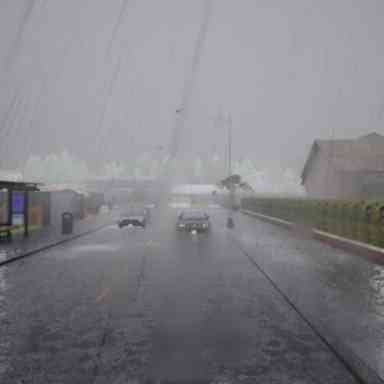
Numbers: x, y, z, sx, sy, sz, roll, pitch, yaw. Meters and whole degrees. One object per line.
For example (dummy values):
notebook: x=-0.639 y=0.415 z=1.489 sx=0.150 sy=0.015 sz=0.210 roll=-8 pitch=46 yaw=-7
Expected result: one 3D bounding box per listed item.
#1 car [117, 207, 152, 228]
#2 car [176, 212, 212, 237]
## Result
car: x=-4.002 y=1.792 z=24.229 sx=2.033 sy=1.411 sz=5.357 roll=0 pitch=-1 yaw=0
car: x=0.098 y=1.771 z=19.201 sx=1.895 sy=1.301 sz=4.718 roll=0 pitch=-1 yaw=0
